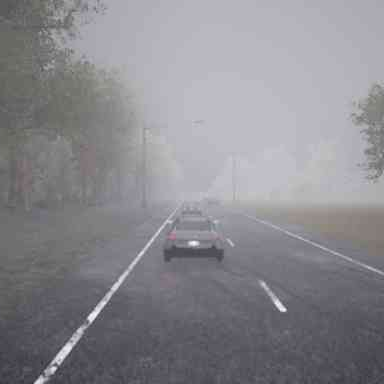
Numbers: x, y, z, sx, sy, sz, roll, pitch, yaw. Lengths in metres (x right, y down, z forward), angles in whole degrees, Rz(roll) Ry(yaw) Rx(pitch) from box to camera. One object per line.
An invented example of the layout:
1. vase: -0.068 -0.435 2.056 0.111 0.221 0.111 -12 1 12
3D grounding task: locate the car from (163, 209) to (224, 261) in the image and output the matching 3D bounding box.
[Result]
1. car: 0.044 1.524 12.123 1.994 1.385 4.181 0 0 0

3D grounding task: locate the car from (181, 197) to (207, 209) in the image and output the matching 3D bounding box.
1. car: -0.029 1.448 30.347 2.033 1.411 5.357 0 0 0

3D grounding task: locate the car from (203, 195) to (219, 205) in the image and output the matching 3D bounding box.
1. car: 3.374 1.392 54.873 1.994 1.385 4.181 0 0 0

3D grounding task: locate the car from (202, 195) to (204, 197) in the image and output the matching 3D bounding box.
1. car: 3.204 1.296 72.857 1.812 1.442 4.674 0 0 0
